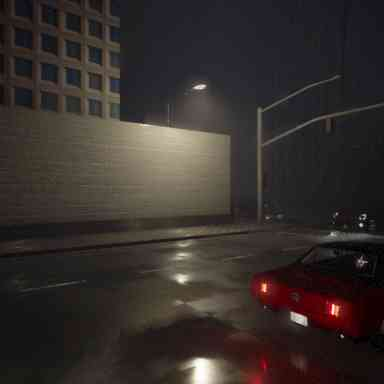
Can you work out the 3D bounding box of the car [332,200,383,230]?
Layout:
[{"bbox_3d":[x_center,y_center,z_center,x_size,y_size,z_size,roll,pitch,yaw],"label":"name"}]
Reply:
[{"bbox_3d":[10.455,1.378,20.013,4.553,1.767,2.097,0,0,-35],"label":"car"}]

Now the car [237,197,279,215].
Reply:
[{"bbox_3d":[6.813,1.407,34.686,2.097,1.767,4.553,0,0,-35],"label":"car"}]

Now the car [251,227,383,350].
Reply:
[{"bbox_3d":[3.418,1.601,6.225,4.718,1.301,1.895,0,0,-35],"label":"car"}]
